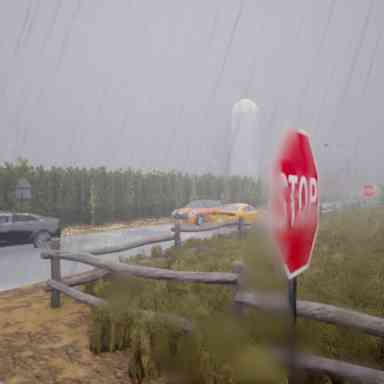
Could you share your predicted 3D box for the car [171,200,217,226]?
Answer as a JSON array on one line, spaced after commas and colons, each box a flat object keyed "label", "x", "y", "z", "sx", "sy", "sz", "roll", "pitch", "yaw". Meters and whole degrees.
[{"label": "car", "x": 0.571, "y": 1.347, "z": 23.278, "sx": 2.097, "sy": 1.767, "sz": 4.553, "roll": 0, "pitch": 0, "yaw": 36}]

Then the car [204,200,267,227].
[{"label": "car", "x": 3.078, "y": 1.473, "z": 21.080, "sx": 1.882, "sy": 1.535, "sz": 5.008, "roll": 0, "pitch": 0, "yaw": 35}]

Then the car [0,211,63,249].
[{"label": "car", "x": -7.451, "y": 1.492, "z": 12.627, "sx": 2.128, "sy": 1.511, "sz": 4.902, "roll": 0, "pitch": 0, "yaw": 42}]
